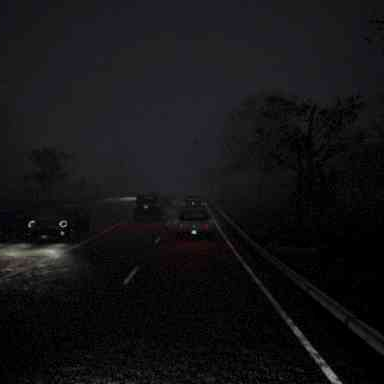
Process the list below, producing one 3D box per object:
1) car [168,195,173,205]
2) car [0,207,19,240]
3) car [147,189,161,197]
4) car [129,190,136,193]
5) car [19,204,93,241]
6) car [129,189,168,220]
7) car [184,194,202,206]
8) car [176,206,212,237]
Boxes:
[{"bbox_3d":[-3.429,0.948,42.579,1.895,1.301,4.718,0,2,1],"label":"car"},{"bbox_3d":[-10.502,1.646,18.280,1.882,1.535,5.008,0,1,0],"label":"car"},{"bbox_3d":[-7.002,0.204,61.841,1.994,1.385,4.181,0,2,1],"label":"car"},{"bbox_3d":[-10.495,0.243,61.804,1.895,1.301,4.718,0,2,1],"label":"car"},{"bbox_3d":[-7.012,1.523,18.033,2.097,1.767,4.553,0,1,0],"label":"car"},{"bbox_3d":[-3.480,1.115,27.751,2.150,2.045,5.566,0,2,0],"label":"car"},{"bbox_3d":[0.119,0.950,39.865,1.837,1.490,4.892,0,2,0],"label":"car"},{"bbox_3d":[0.109,1.752,19.473,1.895,1.301,4.718,0,1,0],"label":"car"}]
